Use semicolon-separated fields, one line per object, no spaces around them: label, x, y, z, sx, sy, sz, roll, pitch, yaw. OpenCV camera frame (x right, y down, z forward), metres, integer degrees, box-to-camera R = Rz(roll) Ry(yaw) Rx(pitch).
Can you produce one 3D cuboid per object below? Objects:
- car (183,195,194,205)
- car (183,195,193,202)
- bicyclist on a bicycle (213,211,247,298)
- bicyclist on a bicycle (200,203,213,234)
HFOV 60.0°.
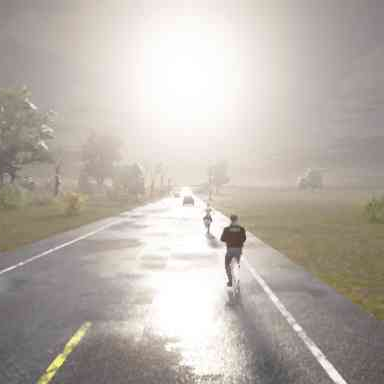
car;-0.593;1.427;57.119;1.994;1.385;4.181;0;0;-1
car;-0.931;1.360;73.707;2.033;1.411;5.357;0;0;-1
bicyclist on a bicycle;0.925;1.353;7.570;0.659;1.776;1.843;0;0;0
bicyclist on a bicycle;0.857;1.396;17.783;0.866;1.612;1.509;0;0;-1
